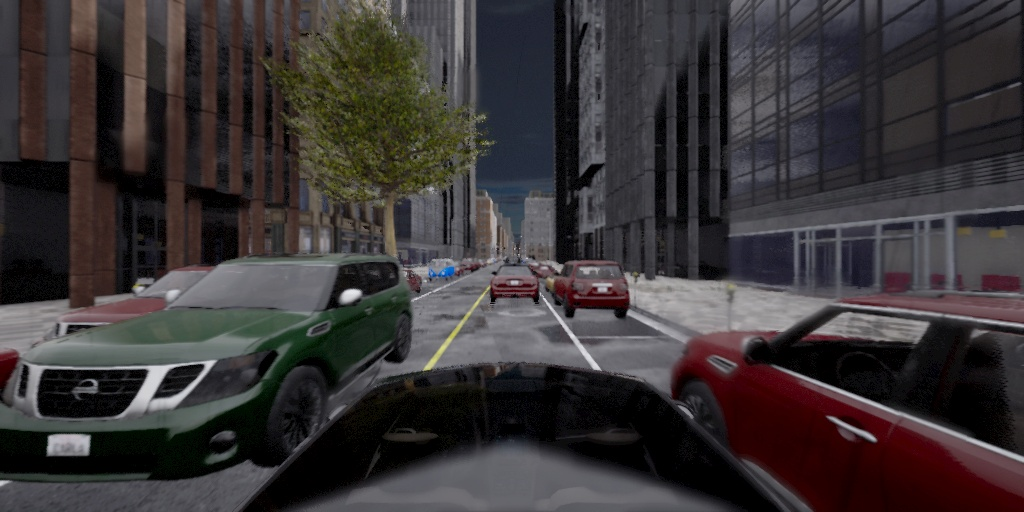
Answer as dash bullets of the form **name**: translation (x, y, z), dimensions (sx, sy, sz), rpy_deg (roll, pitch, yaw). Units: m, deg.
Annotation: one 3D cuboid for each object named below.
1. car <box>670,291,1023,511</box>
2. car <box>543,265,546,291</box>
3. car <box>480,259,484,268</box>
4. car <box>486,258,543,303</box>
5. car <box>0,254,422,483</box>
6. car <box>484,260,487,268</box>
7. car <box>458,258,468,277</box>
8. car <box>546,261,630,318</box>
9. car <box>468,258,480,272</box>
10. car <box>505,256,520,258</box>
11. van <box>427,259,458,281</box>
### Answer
- **car**: translation (2.669, 1.065, 1.717), dimensions (2.192, 1.841, 5.009), rpy_deg (0, 0, 0)
- **car**: translation (2.679, 1.294, 18.803), dimensions (1.751, 1.417, 4.829), rpy_deg (0, 0, 0)
- **car**: translation (-5.827, 1.180, 52.484), dimensions (2.192, 1.841, 5.009), rpy_deg (0, 0, 0)
- **car**: translation (0.110, 1.117, 16.826), dimensions (2.097, 1.767, 4.553), rpy_deg (0, 0, 0)
- **car**: translation (-3.097, 0.975, 5.270), dimensions (2.150, 2.045, 5.566), rpy_deg (0, 0, 0)
- **car**: translation (-5.820, 1.346, 63.763), dimensions (1.967, 1.591, 4.097), rpy_deg (0, 0, 0)
- **car**: translation (-5.837, 1.253, 35.566), dimensions (1.967, 1.591, 4.097), rpy_deg (0, 0, 0)
- **car**: translation (2.675, 1.076, 12.996), dimensions (2.192, 1.841, 5.009), rpy_deg (0, 0, 0)
- **car**: translation (-5.830, 1.162, 46.845), dimensions (2.192, 1.841, 5.009), rpy_deg (0, 0, 0)
- **car**: translation (0.125, 1.058, 43.295), dimensions (2.150, 2.045, 5.566), rpy_deg (0, 0, 0)
- **van**: translation (-5.840, 1.138, 29.926), dimensions (1.690, 1.789, 3.998), rpy_deg (0, 0, 0)
